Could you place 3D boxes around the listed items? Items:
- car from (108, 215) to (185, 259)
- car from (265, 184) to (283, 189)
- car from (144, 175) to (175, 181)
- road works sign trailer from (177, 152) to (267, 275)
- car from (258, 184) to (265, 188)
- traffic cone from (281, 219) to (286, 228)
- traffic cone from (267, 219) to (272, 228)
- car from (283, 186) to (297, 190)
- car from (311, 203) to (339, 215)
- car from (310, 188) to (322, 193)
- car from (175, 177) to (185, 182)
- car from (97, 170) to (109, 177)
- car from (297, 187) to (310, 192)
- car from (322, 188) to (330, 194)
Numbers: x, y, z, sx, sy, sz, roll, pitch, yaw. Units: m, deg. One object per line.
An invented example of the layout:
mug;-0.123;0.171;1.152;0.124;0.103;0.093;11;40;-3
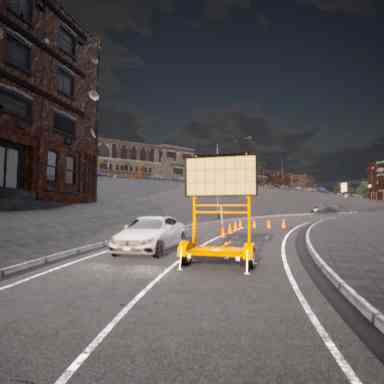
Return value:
car;-1.599;1.680;13.461;1.812;1.442;4.674;-1;-1;15
car;17.045;-0.932;73.604;4.792;1.488;2.163;3;-6;-37
car;-6.002;-2.188;58.009;4.892;1.521;2.231;2;-5;-32
road works sign trailer;0.997;0.543;10.958;2.380;3.560;2.880;-1;-1;18
car;12.451;-1.361;70.206;4.553;1.767;2.185;3;-6;-35
traffic cone;6.314;2.168;22.912;0.340;0.580;0.340;-2;-2;17
traffic cone;5.362;2.198;23.206;0.340;0.580;0.340;-2;-2;17
car;21.408;-0.650;76.973;4.674;1.452;2.002;4;-6;-38
car;17.976;2.298;44.956;4.902;1.511;2.128;1;-4;-40
car;29.921;-0.227;84.019;4.553;1.767;2.185;4;-6;-40
car;-1.310;-1.978;60.910;4.892;1.521;2.231;3;-5;-32
car;-15.310;-2.706;52.281;4.553;1.767;2.185;2;-5;-32
car;25.622;-0.414;80.377;4.892;1.521;2.231;4;-6;-39
car;34.134;-0.012;87.719;5.566;2.045;2.435;5;-6;-41
